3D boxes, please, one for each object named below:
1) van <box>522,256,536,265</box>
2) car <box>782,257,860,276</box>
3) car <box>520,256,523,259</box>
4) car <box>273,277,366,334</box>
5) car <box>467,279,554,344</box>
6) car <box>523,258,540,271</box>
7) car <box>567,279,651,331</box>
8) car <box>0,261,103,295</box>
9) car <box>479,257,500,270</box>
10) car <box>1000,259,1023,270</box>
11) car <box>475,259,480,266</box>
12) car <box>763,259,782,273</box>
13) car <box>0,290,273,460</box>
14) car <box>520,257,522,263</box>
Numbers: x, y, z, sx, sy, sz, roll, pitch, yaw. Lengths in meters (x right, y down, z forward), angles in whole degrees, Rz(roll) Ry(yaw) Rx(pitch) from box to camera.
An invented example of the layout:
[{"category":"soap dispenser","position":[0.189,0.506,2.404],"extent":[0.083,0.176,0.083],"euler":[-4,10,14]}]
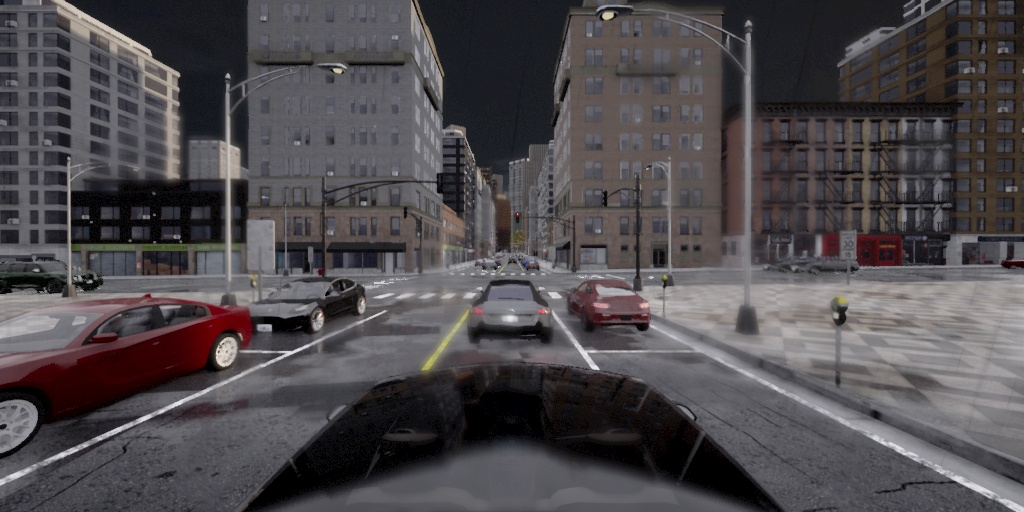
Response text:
[{"category":"van","position":[2.794,0.990,53.397],"extent":[1.690,1.789,3.998],"euler":[0,0,0]},{"category":"car","position":[26.050,0.831,29.968],"extent":[4.902,1.511,2.128],"euler":[-1,0,0]},{"category":"car","position":[2.826,1.191,64.505],"extent":[1.802,1.307,4.207],"euler":[0,0,0]},{"category":"car","position":[-5.810,1.312,10.587],"extent":[1.948,1.339,4.313],"euler":[0,0,0]},{"category":"car","position":[-0.038,1.311,9.635],"extent":[1.994,1.385,4.181],"euler":[0,0,0]},{"category":"car","position":[2.778,1.249,47.845],"extent":[1.802,1.307,4.207],"euler":[0,0,0]},{"category":"car","position":[2.715,1.328,10.634],"extent":[1.802,1.307,4.207],"euler":[0,0,0]},{"category":"car","position":[-30.046,1.365,23.150],"extent":[5.566,2.045,2.150],"euler":[-1,0,0]},{"category":"car","position":[-3.074,1.187,49.797],"extent":[1.812,1.442,4.674],"euler":[0,0,0]},{"category":"car","position":[48.605,0.621,33.172],"extent":[4.718,1.301,1.895],"euler":[-1,0,0]},{"category":"car","position":[-5.700,1.191,64.533],"extent":[1.802,1.307,4.207],"euler":[0,0,0]},{"category":"car","position":[26.033,0.814,33.218],"extent":[4.902,1.511,2.128],"euler":[-1,0,0]},{"category":"car","position":[-5.778,1.294,4.943],"extent":[1.888,1.381,4.507],"euler":[0,0,0]},{"category":"car","position":[2.810,1.176,58.948],"extent":[1.888,1.381,4.507],"euler":[0,0,0]}]
